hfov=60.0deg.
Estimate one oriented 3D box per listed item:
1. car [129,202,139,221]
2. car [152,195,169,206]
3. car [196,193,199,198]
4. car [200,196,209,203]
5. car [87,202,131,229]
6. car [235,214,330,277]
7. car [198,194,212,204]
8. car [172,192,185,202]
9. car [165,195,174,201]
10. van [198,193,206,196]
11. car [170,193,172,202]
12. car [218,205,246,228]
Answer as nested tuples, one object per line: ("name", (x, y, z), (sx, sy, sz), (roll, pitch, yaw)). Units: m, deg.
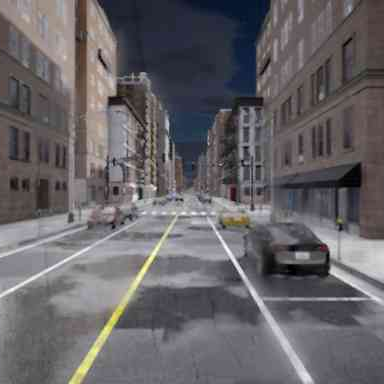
("car", (-5.389, 1.524, 27.059), (2.008, 1.369, 4.403), (0, 0, 0))
("car", (-5.392, 1.492, 53.935), (2.008, 1.369, 4.403), (0, 0, 0))
("car", (2.642, 1.224, 80.967), (2.192, 1.841, 5.009), (0, 0, 0))
("car", (2.640, 1.503, 70.155), (1.802, 1.307, 4.206), (0, 0, 0))
("car", (-5.388, 1.561, 21.378), (1.802, 1.307, 4.206), (0, 0, 0))
("car", (2.637, 1.556, 10.017), (1.947, 1.339, 4.313), (0, 0, 0))
("car", (2.637, 1.485, 59.342), (2.008, 1.369, 4.403), (0, 0, 0))
("car", (-2.753, 1.399, 71.091), (1.882, 1.535, 5.008), (0, 0, 0))
("car", (-5.418, 1.435, 80.796), (1.752, 1.417, 4.829), (0, 0, 0))
("van", (2.639, 1.269, 64.748), (1.690, 1.788, 3.998), (0, 0, 0))
("car", (-5.412, 1.356, 75.560), (1.967, 1.590, 4.097), (0, 0, 0))
("car", (2.637, 1.504, 21.549), (1.752, 1.417, 4.829), (0, 0, 0))
